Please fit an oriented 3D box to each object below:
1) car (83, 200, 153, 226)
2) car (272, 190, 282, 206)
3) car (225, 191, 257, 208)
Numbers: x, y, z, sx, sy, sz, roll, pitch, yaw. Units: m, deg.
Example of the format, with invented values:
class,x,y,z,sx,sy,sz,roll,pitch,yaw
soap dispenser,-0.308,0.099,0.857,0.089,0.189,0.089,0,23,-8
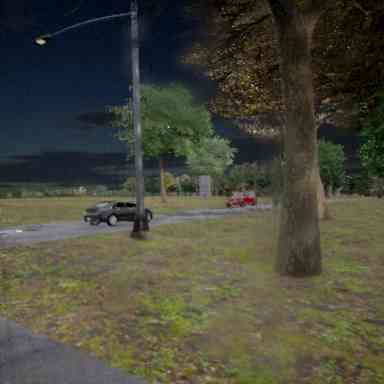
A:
class,x,y,z,sx,sy,sz,roll,pitch,yaw
car,-4.543,1.292,21.088,1.837,1.490,4.892,-2,-1,36
car,12.878,0.757,45.440,2.150,2.045,5.566,-2,-1,36
car,6.362,0.931,42.558,2.150,2.045,5.566,-2,-1,36
